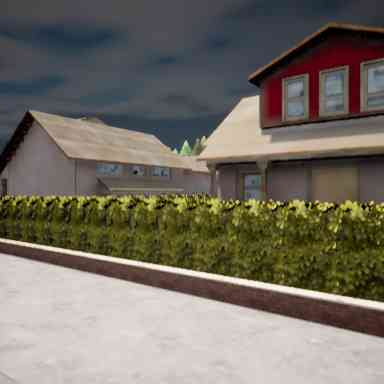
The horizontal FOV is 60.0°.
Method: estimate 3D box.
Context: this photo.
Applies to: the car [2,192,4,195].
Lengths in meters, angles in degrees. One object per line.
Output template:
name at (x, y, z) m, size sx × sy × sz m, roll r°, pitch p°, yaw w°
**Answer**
car at (-42.144, 0.951, 76.312) m, size 3.866 × 1.878 × 1.905 m, roll 0°, pitch 0°, yaw 36°
